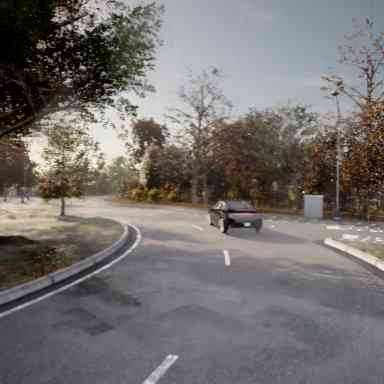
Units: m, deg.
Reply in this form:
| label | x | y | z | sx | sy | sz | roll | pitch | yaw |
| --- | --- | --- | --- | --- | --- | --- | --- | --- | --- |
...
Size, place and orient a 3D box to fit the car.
| label | x | y | z | sx | sy | sz | roll | pitch | yaw |
| --- | --- | --- | --- | --- | --- | --- | --- | --- | --- |
| car | 2.054 | 1.164 | 17.104 | 2.128 | 1.511 | 4.902 | 1 | 1 | -9 |
